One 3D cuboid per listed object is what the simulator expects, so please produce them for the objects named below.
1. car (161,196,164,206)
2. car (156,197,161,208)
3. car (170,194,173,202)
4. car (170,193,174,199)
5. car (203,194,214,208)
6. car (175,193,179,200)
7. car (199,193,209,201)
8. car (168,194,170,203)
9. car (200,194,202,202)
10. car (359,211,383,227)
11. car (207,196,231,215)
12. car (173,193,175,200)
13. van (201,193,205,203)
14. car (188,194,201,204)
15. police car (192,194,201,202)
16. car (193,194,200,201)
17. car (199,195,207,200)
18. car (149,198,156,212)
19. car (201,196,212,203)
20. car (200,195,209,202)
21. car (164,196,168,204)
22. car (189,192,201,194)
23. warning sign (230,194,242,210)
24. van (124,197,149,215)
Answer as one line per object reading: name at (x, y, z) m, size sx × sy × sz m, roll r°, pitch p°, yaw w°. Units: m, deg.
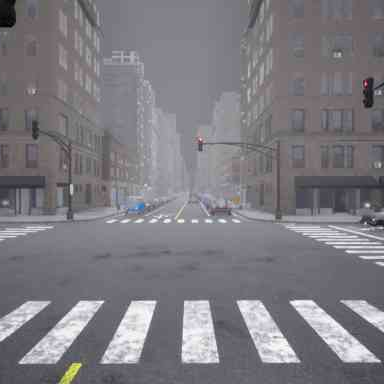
car at (-5.651, 1.585, 50.428) m, size 1.802 × 1.307 × 4.206 m, roll 0°, pitch 0°, yaw 0°
car at (-5.674, 1.568, 44.760) m, size 1.947 × 1.339 × 4.313 m, roll 0°, pitch 0°, yaw 0°
car at (-5.579, 1.566, 67.433) m, size 1.947 × 1.339 × 4.313 m, roll 0°, pitch 0°, yaw 0°
car at (-5.555, 1.543, 73.101) m, size 1.887 × 1.381 × 4.507 m, roll 0°, pitch 0°, yaw 0°
car at (2.851, 1.443, 44.728) m, size 1.967 × 1.590 × 4.097 m, roll 0°, pitch 0°, yaw 0°
car at (-5.484, 1.306, 90.106) m, size 2.192 × 1.841 × 5.009 m, roll 0°, pitch 0°, yaw 0°
car at (3.018, 1.308, 84.413) m, size 2.192 × 1.841 × 5.009 m, roll 0°, pitch 0°, yaw 0°
car at (-5.604, 1.527, 61.595) m, size 1.752 × 1.417 × 4.829 m, roll 0°, pitch 0°, yaw 0°
car at (2.923, 1.526, 61.905) m, size 1.752 × 1.417 × 4.829 m, roll 0°, pitch 0°, yaw 0°
car at (13.453, 1.561, 20.724) m, size 5.357 × 1.411 × 2.033 m, roll 0°, pitch 0°, yaw 0°
car at (2.804, 1.442, 33.390) m, size 1.967 × 1.590 × 4.097 m, roll 0°, pitch 0°, yaw 0°
car at (-5.532, 1.521, 78.599) m, size 1.752 × 1.417 × 4.829 m, roll 0°, pitch 0°, yaw 0°
van at (2.899, 1.343, 56.066) m, size 1.690 × 1.788 × 3.998 m, roll 0°, pitch 0°, yaw 0°
car at (0.261, 1.565, 62.960) m, size 1.994 × 1.385 × 4.181 m, roll 0°, pitch 0°, yaw 0°
police car at (1.126, 1.421, 79.487) m, size 1.930 × 1.638 × 5.238 m, roll 0°, pitch 0°, yaw -1°
car at (1.159, 1.447, 89.582) m, size 1.801 × 1.575 × 5.366 m, roll 0°, pitch 0°, yaw 0°
car at (3.042, 1.557, 90.083) m, size 1.947 × 1.339 × 4.313 m, roll 0°, pitch 0°, yaw 0°
car at (-5.698, 1.442, 39.092) m, size 1.967 × 1.590 × 4.097 m, roll 0°, pitch 0°, yaw 0°
car at (2.947, 1.551, 67.405) m, size 2.008 × 1.369 × 4.403 m, roll 0°, pitch 0°, yaw 0°
car at (2.994, 1.436, 78.744) m, size 1.967 × 1.590 × 4.097 m, roll 0°, pitch 0°, yaw 0°
car at (-5.627, 1.568, 56.097) m, size 1.947 × 1.339 × 4.313 m, roll 0°, pitch 0°, yaw 0°
car at (0.303, 1.038, 72.994) m, size 2.150 × 2.045 × 5.566 m, roll 0°, pitch 0°, yaw 0°
warning sign at (5.230, 1.118, 39.374) m, size 1.300 × 1.860 × 1.060 m, roll 0°, pitch 0°, yaw 0°
van at (-5.722, 1.343, 33.423) m, size 1.690 × 1.788 × 3.998 m, roll 0°, pitch 0°, yaw 0°
